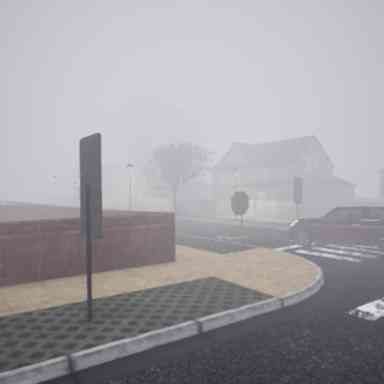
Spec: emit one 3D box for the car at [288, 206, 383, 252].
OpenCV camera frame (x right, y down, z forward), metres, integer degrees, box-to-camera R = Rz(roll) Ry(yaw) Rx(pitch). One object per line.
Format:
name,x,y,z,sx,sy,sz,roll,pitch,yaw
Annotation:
car,6.399,1.349,13.839,4.553,1.767,2.097,0,-1,35
